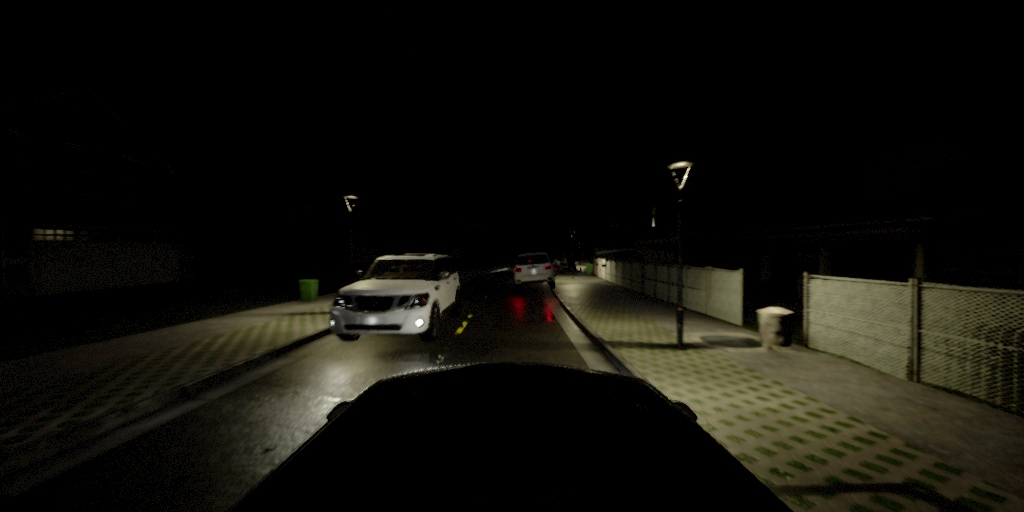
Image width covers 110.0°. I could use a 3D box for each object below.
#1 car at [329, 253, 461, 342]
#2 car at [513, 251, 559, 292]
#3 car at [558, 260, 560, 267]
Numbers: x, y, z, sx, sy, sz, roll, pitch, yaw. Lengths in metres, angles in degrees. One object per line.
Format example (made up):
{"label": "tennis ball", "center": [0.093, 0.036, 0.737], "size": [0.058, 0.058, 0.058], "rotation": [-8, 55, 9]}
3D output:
{"label": "car", "center": [-2.794, 0.941, 10.008], "size": [2.150, 2.045, 5.566], "rotation": [0, 0, 1]}
{"label": "car", "center": [1.277, 0.813, 20.859], "size": [2.150, 2.045, 5.566], "rotation": [-5, 0, 4]}
{"label": "car", "center": [6.487, 1.018, 57.132], "size": [1.812, 1.442, 4.674], "rotation": [0, 0, 16]}
